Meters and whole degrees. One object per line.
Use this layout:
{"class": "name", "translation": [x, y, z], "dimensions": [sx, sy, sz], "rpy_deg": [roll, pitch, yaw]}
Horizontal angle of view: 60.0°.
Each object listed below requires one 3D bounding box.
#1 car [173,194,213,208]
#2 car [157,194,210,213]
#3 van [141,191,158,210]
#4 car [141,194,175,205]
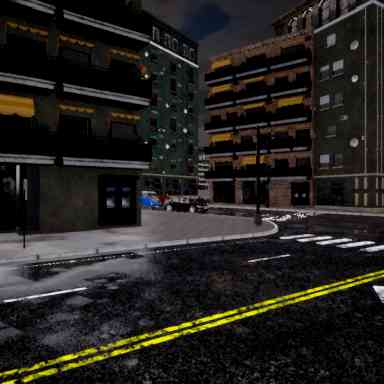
{"class": "car", "translation": [0.068, 1.042, 39.304], "dimensions": [4.403, 1.369, 2.008], "rpy_deg": [1, 0, 37]}
{"class": "car", "translation": [-0.561, 1.138, 29.305], "dimensions": [4.403, 1.369, 2.008], "rpy_deg": [1, 0, 37]}
{"class": "van", "translation": [-4.977, 0.818, 32.619], "dimensions": [3.998, 1.788, 1.690], "rpy_deg": [1, 0, 37]}
{"class": "car", "translation": [-4.355, 0.962, 42.617], "dimensions": [4.206, 1.307, 1.802], "rpy_deg": [1, 0, 37]}
